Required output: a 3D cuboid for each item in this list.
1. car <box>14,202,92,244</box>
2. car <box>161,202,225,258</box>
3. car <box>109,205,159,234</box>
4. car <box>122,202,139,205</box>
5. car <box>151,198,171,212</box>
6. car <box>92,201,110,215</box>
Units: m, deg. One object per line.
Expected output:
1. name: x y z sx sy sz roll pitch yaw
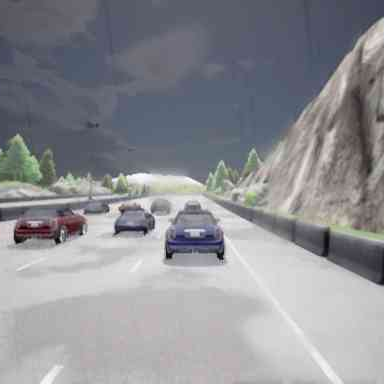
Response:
1. car: -6.905 1.484 16.739 2.097 1.767 4.553 0 0 0
2. car: 0.096 1.467 13.383 2.097 1.767 4.553 0 0 0
3. car: -3.406 1.712 20.349 1.994 1.385 4.181 0 0 0
4. car: -6.913 1.754 37.594 1.895 1.301 4.718 0 0 0
5. car: -3.413 1.506 37.439 2.097 1.767 4.553 0 0 0
6. car: -10.412 1.720 36.724 1.994 1.385 4.181 0 0 0
